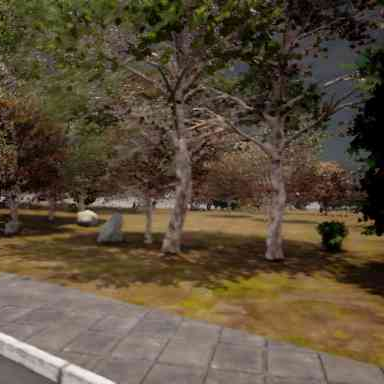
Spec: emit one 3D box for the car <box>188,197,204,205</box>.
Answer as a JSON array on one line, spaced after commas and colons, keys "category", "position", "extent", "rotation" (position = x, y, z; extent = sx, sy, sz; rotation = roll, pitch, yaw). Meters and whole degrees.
[{"category": "car", "position": [-0.124, 2.419, 92.877], "extent": [2.435, 2.045, 5.566], "rotation": [4, 1, 42]}]
